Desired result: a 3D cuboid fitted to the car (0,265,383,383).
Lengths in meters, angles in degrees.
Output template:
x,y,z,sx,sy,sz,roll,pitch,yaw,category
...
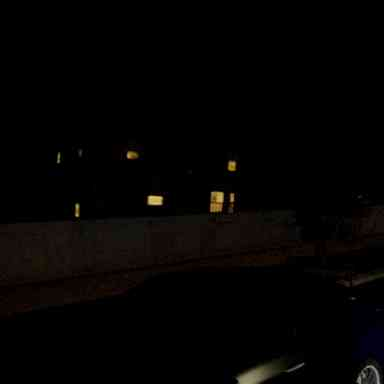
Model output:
x,y,z,sx,sy,sz,roll,pitch,yaw,category
0.079,1.528,3.113,4.674,1.442,1.812,0,0,-36,car
